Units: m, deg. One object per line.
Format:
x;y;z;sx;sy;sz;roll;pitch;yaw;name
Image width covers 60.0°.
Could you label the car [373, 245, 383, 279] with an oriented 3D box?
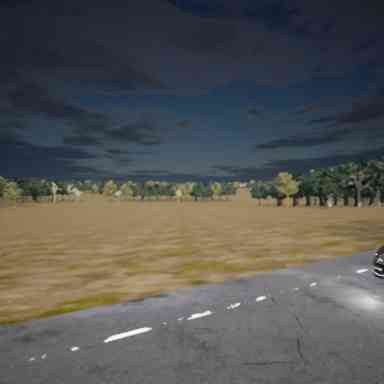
6.733;1.556;8.989;4.892;1.490;1.837;0;0;-37;car
